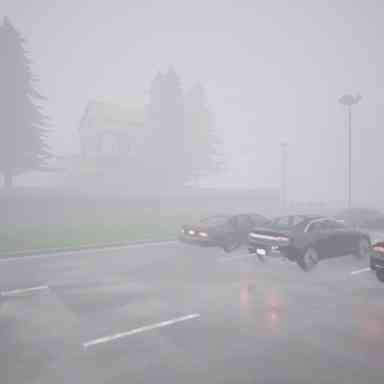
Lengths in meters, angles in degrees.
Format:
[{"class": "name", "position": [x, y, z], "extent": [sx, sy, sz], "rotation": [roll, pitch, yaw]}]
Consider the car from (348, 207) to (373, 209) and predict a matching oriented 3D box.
[{"class": "car", "position": [9.894, 1.550, 19.388], "extent": [4.181, 1.385, 1.994], "rotation": [0, 0, -35]}]

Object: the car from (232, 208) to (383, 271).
[{"class": "car", "position": [3.946, 1.485, 10.868], "extent": [4.902, 1.511, 2.128], "rotation": [0, 0, -35]}]

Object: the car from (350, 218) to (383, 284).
[{"class": "car", "position": [6.332, 1.484, 8.268], "extent": [4.902, 1.511, 2.128], "rotation": [0, 0, -35]}]

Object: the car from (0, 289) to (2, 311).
[{"class": "car", "position": [-5.227, 1.602, 4.380], "extent": [4.718, 1.301, 1.895], "rotation": [0, 0, -35]}]

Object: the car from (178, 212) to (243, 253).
[{"class": "car", "position": [2.025, 1.541, 13.770], "extent": [5.357, 1.411, 2.033], "rotation": [0, 0, -36]}]
